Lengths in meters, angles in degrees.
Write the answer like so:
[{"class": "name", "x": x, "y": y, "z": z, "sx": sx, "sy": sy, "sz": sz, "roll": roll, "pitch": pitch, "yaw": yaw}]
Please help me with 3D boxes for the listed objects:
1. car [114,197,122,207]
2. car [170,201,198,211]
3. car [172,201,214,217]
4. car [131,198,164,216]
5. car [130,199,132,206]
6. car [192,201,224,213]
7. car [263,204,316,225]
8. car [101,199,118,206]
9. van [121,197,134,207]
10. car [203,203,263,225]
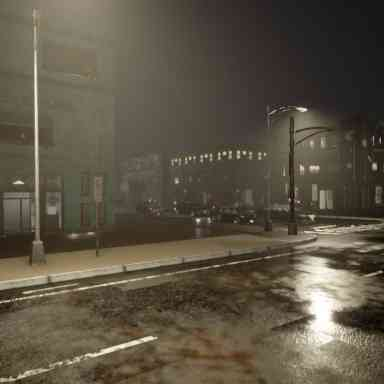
[{"class": "car", "x": -14.046, "y": 1.939, "z": 65.110, "sx": 2.192, "sy": 1.841, "sz": 5.009, "roll": -1, "pitch": 0, "yaw": -35}, {"class": "car", "x": -1.196, "y": 1.965, "z": 47.075, "sx": 1.802, "sy": 1.307, "sz": 4.206, "roll": -2, "pitch": 0, "yaw": -35}, {"class": "car", "x": -0.079, "y": 1.833, "z": 35.539, "sx": 1.837, "sy": 1.490, "sz": 4.892, "roll": -1, "pitch": 0, "yaw": -36}, {"class": "car", "x": -4.814, "y": 1.845, "z": 37.704, "sx": 1.967, "sy": 1.590, "sz": 4.097, "roll": -1, "pitch": 0, "yaw": -35}, {"class": "car", "x": -5.984, "y": 1.969, "z": 43.851, "sx": 1.812, "sy": 1.442, "sz": 4.674, "roll": -1, "pitch": 0, "yaw": -35}, {"class": "car", "x": 2.014, "y": 1.903, "z": 42.567, "sx": 1.802, "sy": 1.307, "sz": 4.206, "roll": -2, "pitch": 0, "yaw": -35}, {"class": "car", "x": 7.085, "y": 1.679, "z": 25.587, "sx": 2.128, "sy": 1.511, "sz": 4.902, "roll": -1, "pitch": 0, "yaw": -37}, {"class": "car", "x": -17.251, "y": 2.227, "z": 69.619, "sx": 1.887, "sy": 1.381, "sz": 4.507, "roll": -1, "pitch": 0, "yaw": -35}, {"class": "van", "x": -10.834, "y": 1.906, "z": 60.601, "sx": 1.690, "sy": 1.788, "sz": 3.998, "roll": -1, "pitch": 0, "yaw": -35}, {"class": "car", "x": 3.139, "y": 1.814, "z": 26.330, "sx": 1.947, "sy": 1.339, "sz": 4.313, "roll": -2, "pitch": 0, "yaw": -35}]
